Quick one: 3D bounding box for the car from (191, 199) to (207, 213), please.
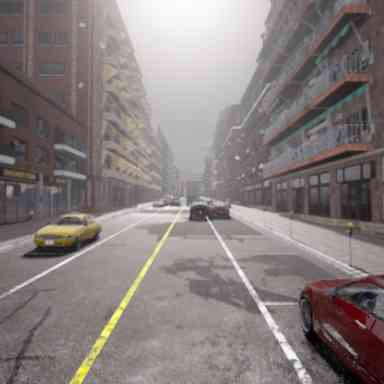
[{"bbox_3d":[0.819,1.647,40.134,1.837,1.490,4.892,0,0,0],"label":"car"}]

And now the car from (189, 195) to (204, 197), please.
[{"bbox_3d":[0.819,1.628,46.327,1.801,1.575,5.366,0,0,0],"label":"car"}]

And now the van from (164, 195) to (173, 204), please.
[{"bbox_3d":[-5.301,1.679,75.772,1.690,1.788,3.998,1,0,0],"label":"van"}]

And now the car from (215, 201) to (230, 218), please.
[{"bbox_3d":[2.581,1.649,31.464,1.887,1.381,4.507,1,0,0],"label":"car"}]

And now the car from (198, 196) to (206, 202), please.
[{"bbox_3d":[2.583,1.852,86.772,1.967,1.590,4.097,1,0,0],"label":"car"}]

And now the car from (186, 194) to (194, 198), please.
[{"bbox_3d":[-0.008,1.511,66.705,2.150,2.045,5.566,0,0,0],"label":"car"}]

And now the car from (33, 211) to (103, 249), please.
[{"bbox_3d":[-5.296,1.567,14.772,1.752,1.417,4.829,2,0,0],"label":"car"}]

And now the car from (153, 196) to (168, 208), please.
[{"bbox_3d":[-5.302,1.735,53.479,1.752,1.417,4.829,2,0,0],"label":"car"}]

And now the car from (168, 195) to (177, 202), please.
[{"bbox_3d":[-5.303,1.766,92.362,2.192,1.841,5.009,1,0,0],"label":"car"}]

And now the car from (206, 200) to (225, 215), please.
[{"bbox_3d":[2.580,1.654,37.166,1.752,1.417,4.829,1,0,0],"label":"car"}]

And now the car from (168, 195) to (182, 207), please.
[{"bbox_3d":[-2.818,1.733,57.206,1.837,1.490,4.892,0,0,0],"label":"car"}]

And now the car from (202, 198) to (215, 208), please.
[{"bbox_3d":[2.577,1.755,53.586,1.887,1.381,4.507,1,0,0],"label":"car"}]

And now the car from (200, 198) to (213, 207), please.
[{"bbox_3d":[2.576,1.790,59.118,2.008,1.369,4.403,1,0,0],"label":"car"}]

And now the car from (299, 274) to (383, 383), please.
[{"bbox_3d":[2.584,1.592,3.815,1.802,1.307,4.206,1,0,0],"label":"car"}]

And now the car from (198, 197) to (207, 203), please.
[{"bbox_3d":[2.574,1.919,81.240,1.887,1.381,4.507,1,0,0],"label":"car"}]

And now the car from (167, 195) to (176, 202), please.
[{"bbox_3d":[-5.302,1.727,86.832,2.192,1.841,5.009,1,0,0],"label":"car"}]

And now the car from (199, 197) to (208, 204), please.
[{"bbox_3d":[2.575,1.882,75.710,1.887,1.381,4.507,1,0,0],"label":"car"}]

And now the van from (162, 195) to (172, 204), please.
[{"bbox_3d":[-5.300,1.643,70.240,1.690,1.788,3.998,2,0,0],"label":"van"}]

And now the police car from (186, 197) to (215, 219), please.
[{"bbox_3d":[0.710,1.524,30.241,1.930,1.638,5.238,0,0,0],"label":"police car"}]
